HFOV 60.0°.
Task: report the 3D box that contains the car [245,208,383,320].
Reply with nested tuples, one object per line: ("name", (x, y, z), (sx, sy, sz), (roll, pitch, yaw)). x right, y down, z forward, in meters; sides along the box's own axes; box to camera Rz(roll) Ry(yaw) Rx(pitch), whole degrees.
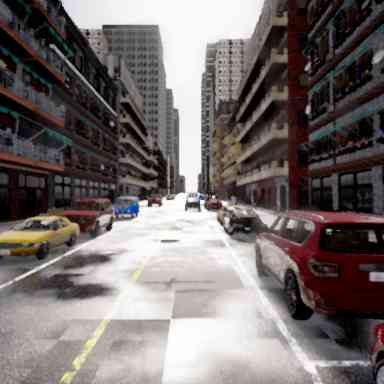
("car", (2.708, 1.311, 7.211), (2.192, 1.841, 5.009), (1, 0, 0))

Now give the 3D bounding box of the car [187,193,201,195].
("car", (0.109, 1.190, 52.976), (2.150, 2.045, 5.566), (0, 0, -1))

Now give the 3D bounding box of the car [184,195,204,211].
("car", (0.103, 1.469, 40.658), (2.128, 1.511, 4.902), (0, 0, 0))

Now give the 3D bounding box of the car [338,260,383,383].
("car", (2.704, 1.544, 1.671), (1.887, 1.381, 4.507), (1, 0, 0))

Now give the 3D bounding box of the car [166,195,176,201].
("car", (-5.637, 1.494, 84.724), (2.008, 1.369, 4.403), (1, 0, 0))

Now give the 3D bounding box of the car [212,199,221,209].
("car", (2.706, 1.513, 24.002), (1.752, 1.417, 4.829), (1, 0, 0))

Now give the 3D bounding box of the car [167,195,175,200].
("car", (-5.637, 1.520, 90.265), (1.802, 1.307, 4.206), (1, 0, 0))

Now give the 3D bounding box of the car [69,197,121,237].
("car", (-5.671, 1.306, 18.240), (2.192, 1.841, 5.009), (1, 0, 0))

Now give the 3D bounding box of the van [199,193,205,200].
("van", (2.714, 1.279, 90.317), (1.690, 1.788, 3.998), (1, 0, 0))

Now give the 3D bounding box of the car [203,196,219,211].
("car", (2.707, 1.522, 40.454), (1.887, 1.381, 4.507), (1, 0, 0))

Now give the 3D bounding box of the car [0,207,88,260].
("car", (-5.676, 1.519, 12.530), (1.752, 1.417, 4.829), (1, 0, 0))

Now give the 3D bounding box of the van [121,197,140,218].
("van", (-5.671, 1.326, 29.321), (1.690, 1.788, 3.998), (1, 0, 0))

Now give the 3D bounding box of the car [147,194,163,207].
("car", (-5.669, 1.285, 51.483), (2.192, 1.841, 5.009), (1, 0, 0))

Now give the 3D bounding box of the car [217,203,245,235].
("car", (2.705, 1.541, 18.292), (2.008, 1.369, 4.403), (1, 0, 0))

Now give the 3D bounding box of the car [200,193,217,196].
("car", (2.712, 1.289, 45.994), (2.192, 1.841, 5.009), (1, 0, 0))
